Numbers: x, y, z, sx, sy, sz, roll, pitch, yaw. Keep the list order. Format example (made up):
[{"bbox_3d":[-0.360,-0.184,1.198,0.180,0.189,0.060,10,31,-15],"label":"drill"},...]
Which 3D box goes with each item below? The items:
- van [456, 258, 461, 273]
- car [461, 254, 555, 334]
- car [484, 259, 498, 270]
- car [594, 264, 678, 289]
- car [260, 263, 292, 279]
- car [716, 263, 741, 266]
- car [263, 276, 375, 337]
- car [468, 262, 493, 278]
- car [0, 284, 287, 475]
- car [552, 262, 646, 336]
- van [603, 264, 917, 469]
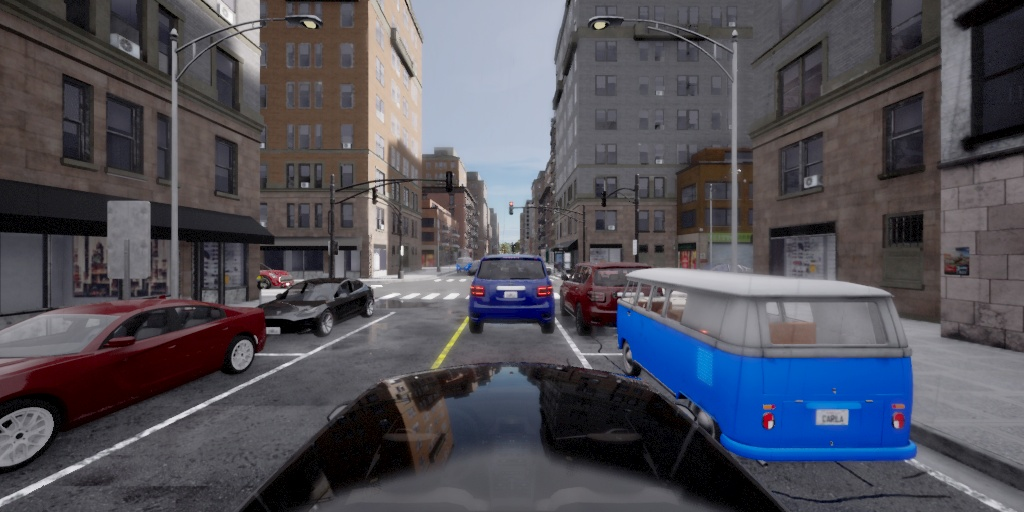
[{"bbox_3d":[-5.540,1.087,42.248,1.690,1.789,3.998,0,0,0],"label":"van"},{"bbox_3d":[0.035,0.971,10.814,2.150,2.045,5.566,0,0,1],"label":"car"},{"bbox_3d":[-3.015,1.249,53.179,1.837,1.490,4.892,0,0,0],"label":"car"},{"bbox_3d":[7.589,1.236,22.288,4.674,1.442,1.812,0,1,6],"label":"car"},{"bbox_3d":[-16.087,1.164,22.127,4.553,1.767,2.097,0,0,0],"label":"car"},{"bbox_3d":[14.681,1.225,25.229,5.357,1.411,2.033,0,0,0],"label":"car"},{"bbox_3d":[-5.410,1.316,10.285,1.948,1.339,4.313,0,0,0],"label":"car"},{"bbox_3d":[-3.010,1.311,35.309,1.994,1.385,4.181,0,0,2],"label":"car"},{"bbox_3d":[-5.392,1.295,4.774,1.888,1.381,4.507,0,0,0],"label":"car"},{"bbox_3d":[2.615,1.065,10.313,2.192,1.841,5.009,0,0,0],"label":"car"},{"bbox_3d":[2.634,1.091,4.801,1.690,1.789,3.998,0,0,0],"label":"van"}]
